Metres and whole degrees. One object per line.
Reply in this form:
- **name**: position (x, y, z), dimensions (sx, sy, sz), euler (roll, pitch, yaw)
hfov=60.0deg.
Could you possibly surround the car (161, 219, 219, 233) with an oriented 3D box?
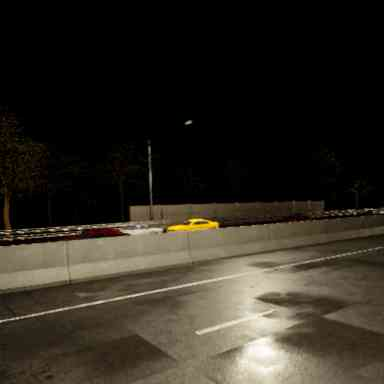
- **car**: position (0.136, 3.218, 29.713), dimensions (5.008, 1.535, 1.882), euler (0, -4, -35)

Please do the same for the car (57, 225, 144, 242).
- **car**: position (-5.208, 2.785, 17.534), dimensions (4.674, 1.442, 1.812), euler (0, -4, -35)

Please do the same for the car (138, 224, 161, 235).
- **car**: position (-5.049, 3.546, 29.480), dimensions (4.718, 1.301, 1.895), euler (0, -4, -38)

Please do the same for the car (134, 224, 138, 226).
- **car**: position (-6.160, 3.033, 21.121), dimensions (4.674, 1.442, 1.812), euler (0, -4, -35)

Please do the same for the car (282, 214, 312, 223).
- **car**: position (13.625, 3.526, 43.277), dimensions (4.181, 1.385, 1.994), euler (0, -4, -34)

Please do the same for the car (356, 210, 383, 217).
- **car**: position (25.377, 3.242, 47.143), dimensions (5.357, 1.411, 2.033), euler (0, -4, -34)
